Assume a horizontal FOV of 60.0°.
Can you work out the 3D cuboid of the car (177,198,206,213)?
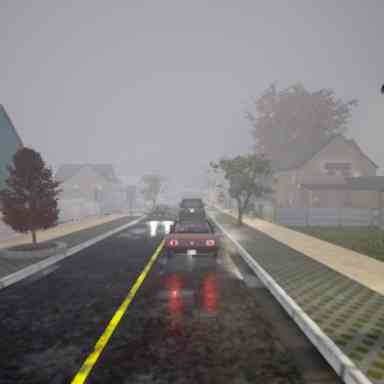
[{"bbox_3d":[0.014,1.506,27.598,2.150,2.045,5.566,0,0,0],"label":"car"}]

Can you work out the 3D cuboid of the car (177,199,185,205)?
[{"bbox_3d":[-2.742,2.481,84.999,2.033,1.411,5.357,0,-1,0],"label":"car"}]

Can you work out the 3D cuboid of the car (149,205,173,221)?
[{"bbox_3d":[-2.768,1.878,30.559,1.994,1.385,4.181,0,-1,0],"label":"car"}]

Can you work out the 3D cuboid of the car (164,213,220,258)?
[{"bbox_3d":[0.020,1.731,13.245,1.895,1.301,4.718,0,-1,0],"label":"car"}]
